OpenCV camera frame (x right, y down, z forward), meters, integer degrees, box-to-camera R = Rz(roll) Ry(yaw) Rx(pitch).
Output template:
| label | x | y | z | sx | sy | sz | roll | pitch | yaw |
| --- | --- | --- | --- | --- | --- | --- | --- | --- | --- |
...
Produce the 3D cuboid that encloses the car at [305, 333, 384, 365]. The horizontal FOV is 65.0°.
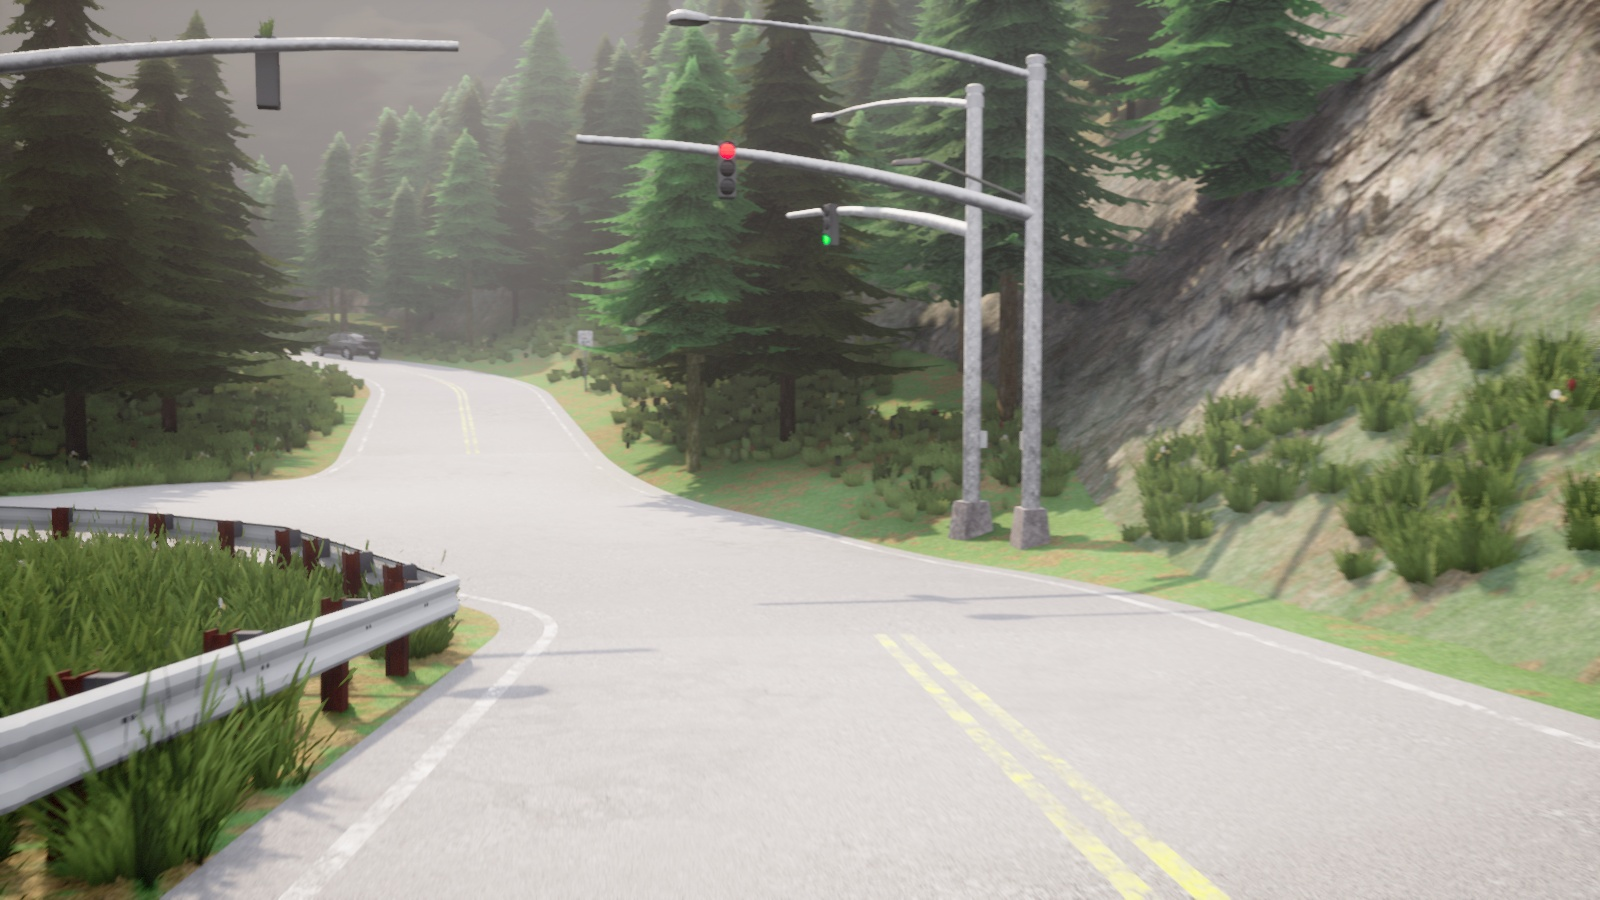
| label | x | y | z | sx | sy | sz | roll | pitch | yaw |
| --- | --- | --- | --- | --- | --- | --- | --- | --- | --- |
| car | -26.045 | -5.787 | 71.715 | 4.892 | 1.490 | 1.837 | 8 | 8 | 37 |
